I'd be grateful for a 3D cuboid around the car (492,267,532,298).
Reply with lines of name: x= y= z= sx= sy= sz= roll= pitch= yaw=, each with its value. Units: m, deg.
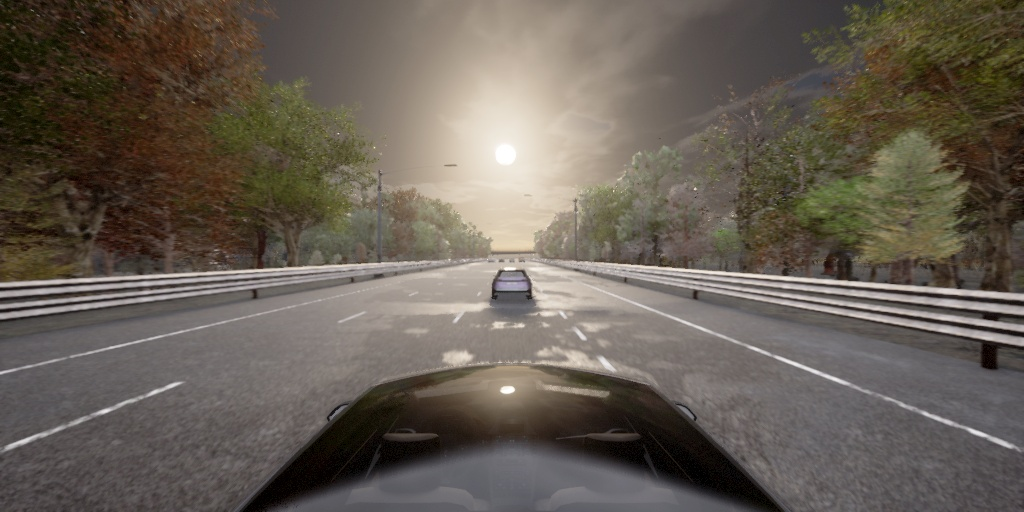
car: x=-0.006 y=1.340 z=18.569 sx=2.033 sy=1.649 sz=4.856 roll=0 pitch=-1 yaw=0
